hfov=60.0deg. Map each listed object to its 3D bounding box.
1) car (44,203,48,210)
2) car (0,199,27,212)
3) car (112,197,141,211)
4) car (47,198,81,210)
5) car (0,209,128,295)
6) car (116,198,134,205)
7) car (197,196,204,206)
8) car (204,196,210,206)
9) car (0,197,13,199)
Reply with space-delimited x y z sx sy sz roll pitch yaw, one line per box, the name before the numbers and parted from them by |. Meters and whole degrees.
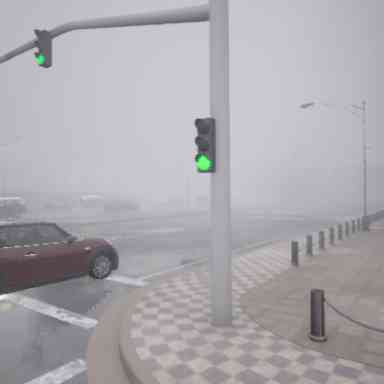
car | -25.971 2.153 63.444 1.784 1.438 3.905 -1 -1 36
car | -23.539 2.004 42.997 1.970 1.475 3.806 -1 -1 36
car | -9.974 1.943 51.789 1.970 1.475 3.806 -1 -1 36
car | -23.672 1.907 61.685 1.932 1.855 4.605 -1 -1 36
car | -4.076 1.495 8.468 2.097 1.767 4.553 -1 -1 36
car | -15.683 2.196 77.560 1.970 1.475 3.806 -1 -1 36
car | 2.513 1.683 64.300 1.905 1.878 3.866 -1 -1 36
car | 4.817 1.645 62.549 1.932 1.855 4.605 -1 -1 36
car | -28.075 1.829 46.250 1.932 1.855 4.605 -1 -1 36
